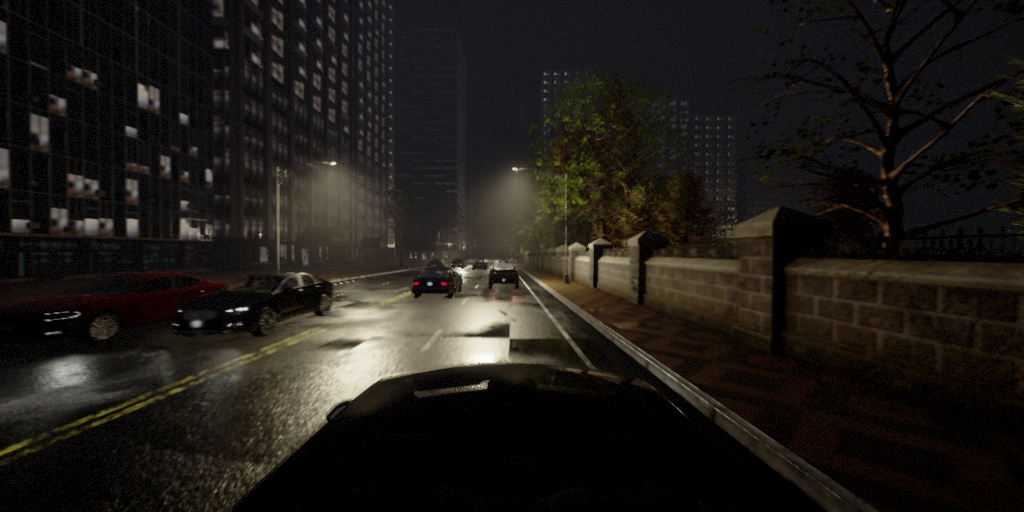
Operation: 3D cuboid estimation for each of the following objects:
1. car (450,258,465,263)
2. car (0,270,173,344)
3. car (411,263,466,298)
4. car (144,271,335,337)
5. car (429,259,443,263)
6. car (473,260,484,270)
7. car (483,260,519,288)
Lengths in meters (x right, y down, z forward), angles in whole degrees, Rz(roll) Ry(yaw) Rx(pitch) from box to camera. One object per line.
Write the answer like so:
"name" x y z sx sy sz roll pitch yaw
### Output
"car" -7.887 1.083 52.461 1.837 1.490 4.892 0 0 -1
"car" -10.135 1.181 9.656 1.882 1.535 5.008 0 0 -1
"car" -3.653 1.265 18.162 2.033 1.411 5.357 0 0 -1
"car" -6.898 1.206 10.231 2.128 1.511 4.902 0 0 -1
"car" -11.136 1.183 52.378 1.812 1.442 4.674 0 0 -1
"car" -4.496 1.243 50.913 1.994 1.385 4.181 0 0 -1
"car" -0.541 1.214 23.537 2.128 1.511 4.902 0 0 -1
